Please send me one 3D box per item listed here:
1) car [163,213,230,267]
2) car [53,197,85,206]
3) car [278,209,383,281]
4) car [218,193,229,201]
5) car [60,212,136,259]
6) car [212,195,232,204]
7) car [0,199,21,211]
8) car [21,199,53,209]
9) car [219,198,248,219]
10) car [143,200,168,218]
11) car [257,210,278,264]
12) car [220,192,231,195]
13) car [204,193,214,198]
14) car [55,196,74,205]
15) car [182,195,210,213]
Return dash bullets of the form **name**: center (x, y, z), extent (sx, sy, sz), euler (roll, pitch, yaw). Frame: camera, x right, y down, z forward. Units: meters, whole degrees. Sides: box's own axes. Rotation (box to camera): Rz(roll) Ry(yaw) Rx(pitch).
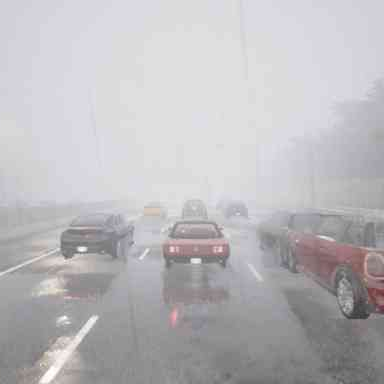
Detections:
- **car**: center (0.123, 1.606, 11.374), extent (1.895, 1.301, 4.718), euler (0, 0, 0)
- **car**: center (-13.912, 1.568, 39.135), extent (2.033, 1.411, 5.357), euler (0, 0, 1)
- **car**: center (3.509, 1.172, 7.002), extent (2.097, 1.767, 4.553), euler (0, 0, 0)
- **car**: center (7.737, 1.202, 82.040), extent (2.150, 2.045, 5.566), euler (0, 0, 1)
- **car**: center (-3.373, 1.511, 12.655), extent (1.837, 1.490, 4.892), euler (0, 0, 0)
- **car**: center (3.669, 1.390, 37.799), extent (1.994, 1.385, 4.181), euler (0, 0, 0)
- **car**: center (-20.911, 1.567, 39.107), extent (2.033, 1.411, 5.357), euler (0, 0, 1)
- **car**: center (-17.412, 1.568, 39.125), extent (2.033, 1.411, 5.357), euler (0, 0, 1)
- **car**: center (3.707, 1.522, 29.086), extent (1.837, 1.490, 4.892), euler (0, 0, 0)
- **car**: center (-3.284, 1.494, 30.497), extent (1.882, 1.535, 5.008), euler (0, 0, 0)
- **car**: center (3.624, 1.360, 11.526), extent (2.097, 1.767, 4.553), euler (0, 0, 0)
- **car**: center (7.458, 1.113, 72.761), extent (2.150, 2.045, 5.566), euler (0, 0, 3)
- **car**: center (4.099, 1.390, 73.709), extent (1.837, 1.490, 4.892), euler (0, 0, 1)
- **car**: center (-23.454, 1.567, 61.200), extent (1.812, 1.442, 4.674), euler (0, 0, -2)
- **car**: center (0.205, 1.368, 28.747), extent (2.097, 1.767, 4.553), euler (0, 0, 0)
